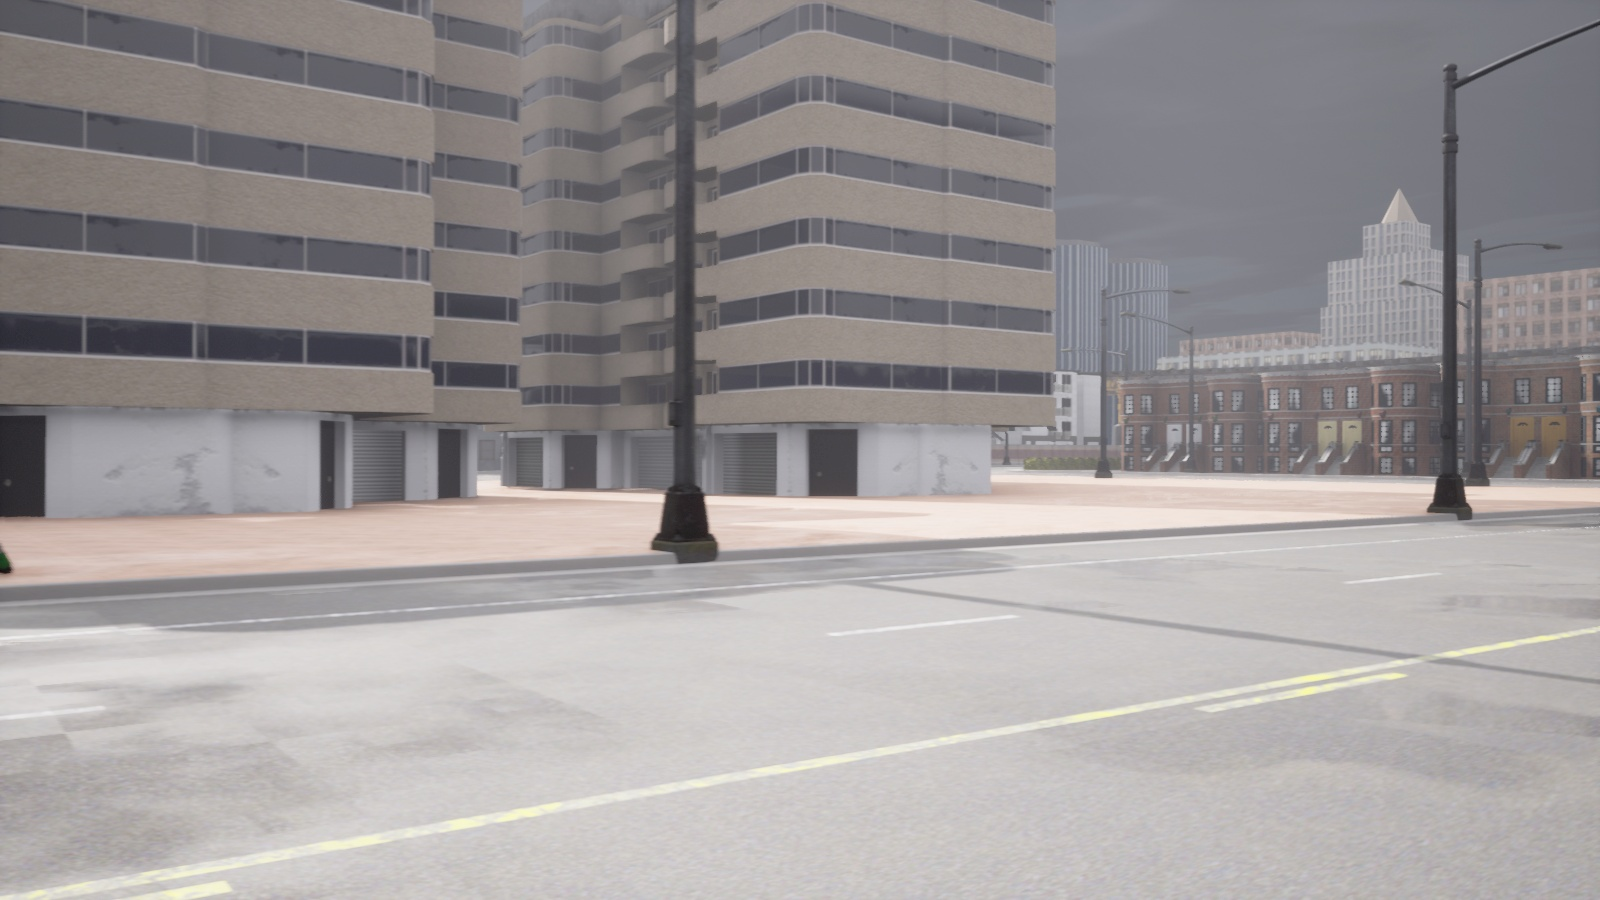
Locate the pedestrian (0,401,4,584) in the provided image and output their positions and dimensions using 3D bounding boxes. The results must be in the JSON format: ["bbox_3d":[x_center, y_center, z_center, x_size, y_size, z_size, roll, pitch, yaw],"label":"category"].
[{"bbox_3d":[-9.015,0.452,13.345,0.873,1.952,0.659,0,0,-38],"label":"pedestrian"}]
